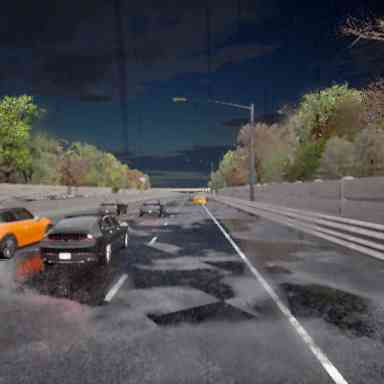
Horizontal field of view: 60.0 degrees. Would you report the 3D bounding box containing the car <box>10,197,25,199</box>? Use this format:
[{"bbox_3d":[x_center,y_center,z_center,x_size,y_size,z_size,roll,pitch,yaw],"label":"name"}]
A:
[{"bbox_3d":[-21.084,1.344,40.090,2.128,1.511,4.902,0,0,0],"label":"car"}]

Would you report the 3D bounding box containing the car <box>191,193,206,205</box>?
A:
[{"bbox_3d":[1.222,1.297,53.348,1.882,1.535,5.008,0,0,0],"label":"car"}]

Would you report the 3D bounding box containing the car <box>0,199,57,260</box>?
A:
[{"bbox_3d":[-6.901,1.305,12.332,2.097,1.767,4.553,0,0,0],"label":"car"}]

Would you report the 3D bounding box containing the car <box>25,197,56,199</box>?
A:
[{"bbox_3d":[-17.584,1.358,39.946,1.837,1.490,4.892,0,0,0],"label":"car"}]

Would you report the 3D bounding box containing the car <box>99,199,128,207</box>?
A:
[{"bbox_3d":[-6.901,1.382,29.487,2.128,1.511,4.902,0,0,0],"label":"car"}]

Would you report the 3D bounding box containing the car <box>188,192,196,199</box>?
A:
[{"bbox_3d":[-0.005,0.950,88.765,2.097,1.767,4.553,0,0,0],"label":"car"}]

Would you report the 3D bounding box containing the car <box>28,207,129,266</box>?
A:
[{"bbox_3d":[-3.401,1.462,11.327,1.837,1.490,4.892,0,0,0],"label":"car"}]

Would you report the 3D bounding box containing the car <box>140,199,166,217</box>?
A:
[{"bbox_3d":[-3.402,1.382,29.494,2.128,1.511,4.902,0,0,0],"label":"car"}]

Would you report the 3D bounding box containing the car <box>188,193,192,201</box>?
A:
[{"bbox_3d":[-0.004,1.362,72.148,1.895,1.301,4.718,0,0,0],"label":"car"}]
